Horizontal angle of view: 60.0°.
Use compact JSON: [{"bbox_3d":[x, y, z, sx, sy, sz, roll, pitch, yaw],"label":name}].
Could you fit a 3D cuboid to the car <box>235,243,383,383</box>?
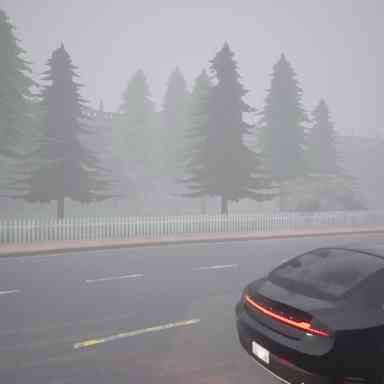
[{"bbox_3d":[2.945,1.505,4.679,4.892,1.490,1.837,0,0,-25],"label":"car"}]
